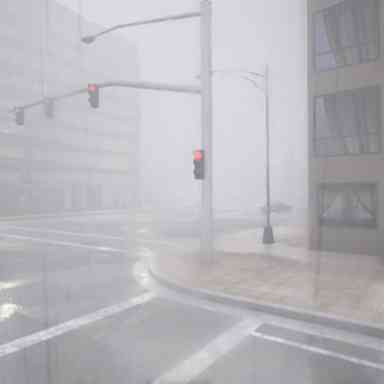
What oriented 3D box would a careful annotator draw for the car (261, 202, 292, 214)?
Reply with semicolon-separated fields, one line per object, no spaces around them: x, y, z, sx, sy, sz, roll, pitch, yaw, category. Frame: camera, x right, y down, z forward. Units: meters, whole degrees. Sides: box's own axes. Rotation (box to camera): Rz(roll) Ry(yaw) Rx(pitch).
9.242;1.698;36.195;1.895;1.301;4.718;-1;0;35;car
